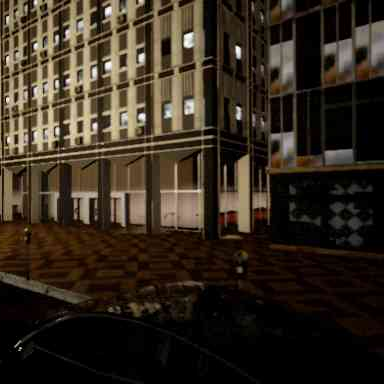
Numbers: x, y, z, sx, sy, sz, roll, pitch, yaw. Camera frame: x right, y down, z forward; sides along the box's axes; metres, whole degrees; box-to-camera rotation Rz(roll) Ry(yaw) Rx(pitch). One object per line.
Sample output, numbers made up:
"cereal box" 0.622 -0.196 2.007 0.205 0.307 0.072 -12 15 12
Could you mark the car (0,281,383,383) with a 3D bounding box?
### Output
"car" -0.394 1.576 3.158 4.313 1.339 1.947 0 0 36
